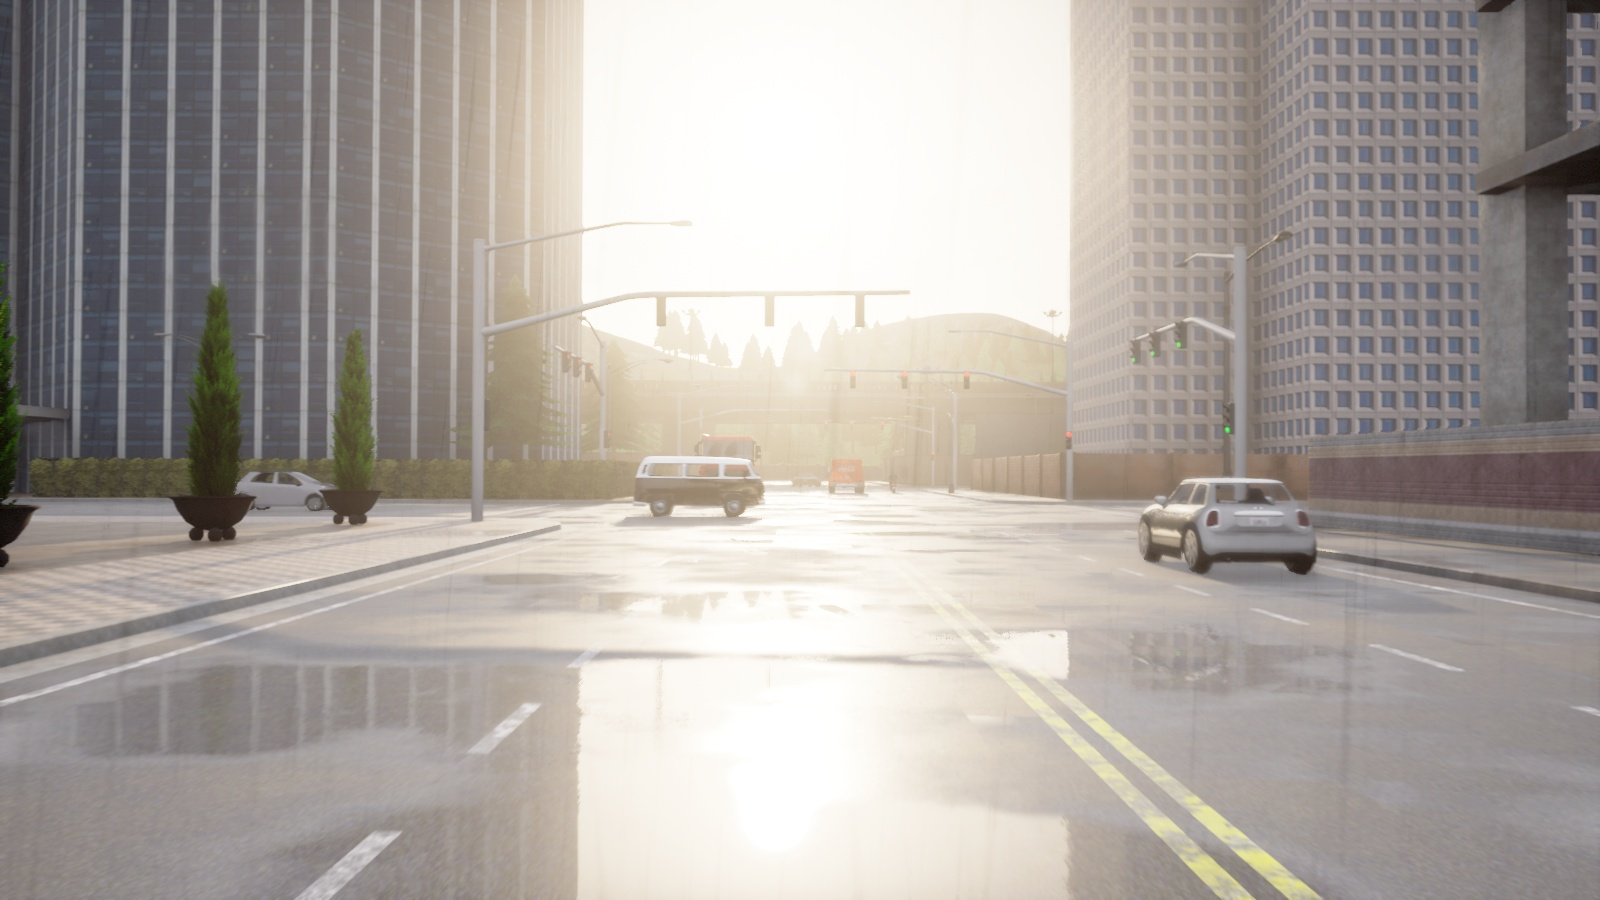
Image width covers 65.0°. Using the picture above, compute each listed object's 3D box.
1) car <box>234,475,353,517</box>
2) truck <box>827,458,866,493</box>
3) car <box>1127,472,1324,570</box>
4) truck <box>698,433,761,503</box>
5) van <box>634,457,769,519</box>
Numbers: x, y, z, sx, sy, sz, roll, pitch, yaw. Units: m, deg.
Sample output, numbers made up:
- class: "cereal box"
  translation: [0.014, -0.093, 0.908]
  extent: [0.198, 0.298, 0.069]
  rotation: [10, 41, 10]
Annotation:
- class: "car"
  translation: [-18.505, 1.672, 45.990]
  extent: [3.633, 1.501, 1.845]
  rotation: [0, -1, -1]
- class: "truck"
  translation: [3.286, 1.823, 90.076]
  extent: [2.627, 2.467, 5.204]
  rotation: [0, -1, 0]
- class: "car"
  translation: [6.950, 1.103, 20.943]
  extent: [1.970, 1.475, 3.806]
  rotation: [0, -1, 0]
- class: "truck"
  translation: [-3.662, 0.967, 66.866]
  extent: [2.891, 3.462, 7.936]
  rotation: [0, -1, 0]
- class: "van"
  translation: [-3.298, 1.266, 42.710]
  extent: [4.480, 2.038, 2.069]
  rotation: [0, -1, -1]
